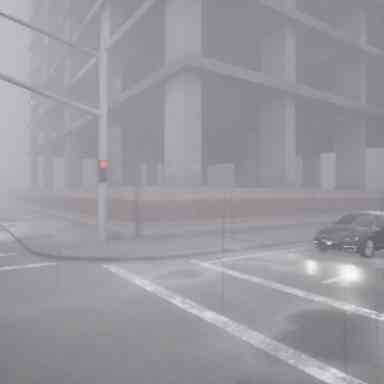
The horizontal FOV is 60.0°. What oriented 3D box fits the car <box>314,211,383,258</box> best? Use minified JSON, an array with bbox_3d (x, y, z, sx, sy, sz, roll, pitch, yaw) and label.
[{"bbox_3d":[6.753,1.533,12.912,4.892,1.490,1.837,0,0,-34],"label":"car"}]
